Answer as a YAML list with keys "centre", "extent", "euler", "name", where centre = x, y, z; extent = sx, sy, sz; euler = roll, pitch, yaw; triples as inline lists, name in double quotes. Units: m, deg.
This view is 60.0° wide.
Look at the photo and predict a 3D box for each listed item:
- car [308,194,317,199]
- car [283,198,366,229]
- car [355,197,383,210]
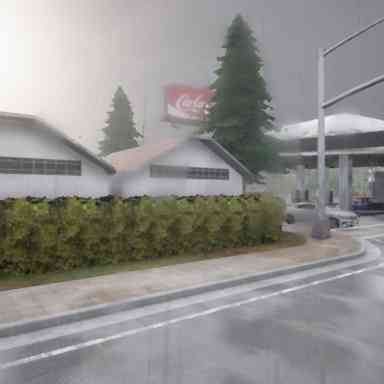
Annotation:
- centre: [31.965, 1.318, 88.961]
  extent: [2.152, 1.636, 5.027]
  euler: [0, 0, -36]
  name: "car"
- centre: [7.544, 1.332, 20.023]
  extent: [1.812, 1.442, 4.674]
  euler: [0, 0, -36]
  name: "car"
- centre: [20.951, 1.474, 39.456]
  extent: [4.611, 1.667, 2.242]
  euler: [0, 0, -36]
  name: "car"
